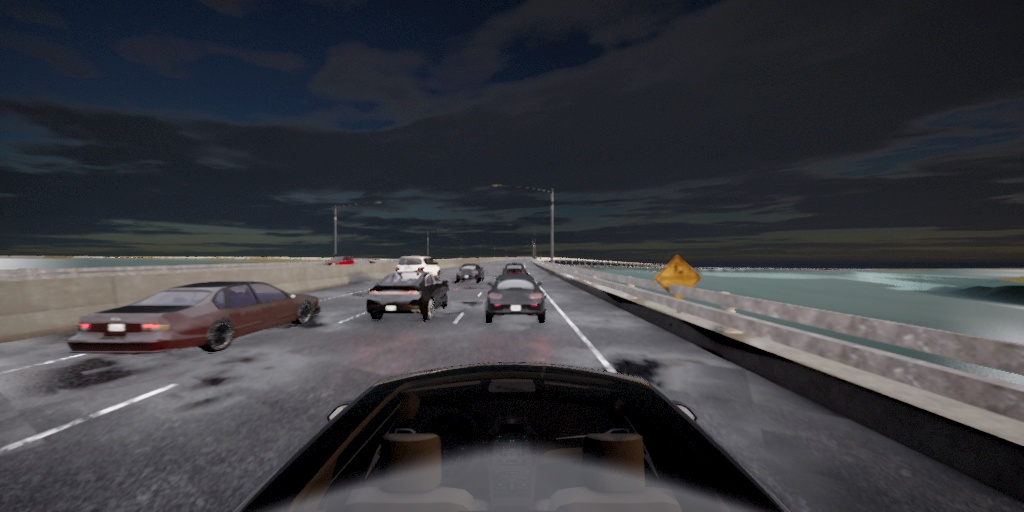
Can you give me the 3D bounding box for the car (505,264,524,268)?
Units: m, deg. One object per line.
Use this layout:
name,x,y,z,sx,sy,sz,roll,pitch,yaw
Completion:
car,0.195,1.313,27.609,1.837,1.490,4.892,0,0,1

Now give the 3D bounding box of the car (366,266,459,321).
car,-3.406,1.267,12.581,2.128,1.511,4.902,0,0,1

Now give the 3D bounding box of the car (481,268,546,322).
car,0.091,1.301,12.292,1.812,1.442,4.674,0,-1,0

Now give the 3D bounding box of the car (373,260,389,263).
car,-17.147,1.336,50.370,2.128,1.511,4.902,0,0,1

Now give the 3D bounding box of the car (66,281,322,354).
car,-6.946,1.314,8.837,2.033,1.411,5.357,0,0,1

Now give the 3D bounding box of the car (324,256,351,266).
car,-24.140,1.067,50.452,2.150,2.045,5.566,0,0,1

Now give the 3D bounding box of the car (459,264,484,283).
car,-3.291,1.333,28.557,1.812,1.442,4.674,0,0,1

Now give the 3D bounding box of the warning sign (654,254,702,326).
warning sign,4.559,0.885,9.827,1.300,1.860,1.060,0,0,0

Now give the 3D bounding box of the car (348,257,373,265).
car,-20.643,1.323,50.421,1.882,1.535,5.008,0,0,1

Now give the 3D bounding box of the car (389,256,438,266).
car,-6.823,1.027,26.467,2.150,2.045,5.566,0,0,1
